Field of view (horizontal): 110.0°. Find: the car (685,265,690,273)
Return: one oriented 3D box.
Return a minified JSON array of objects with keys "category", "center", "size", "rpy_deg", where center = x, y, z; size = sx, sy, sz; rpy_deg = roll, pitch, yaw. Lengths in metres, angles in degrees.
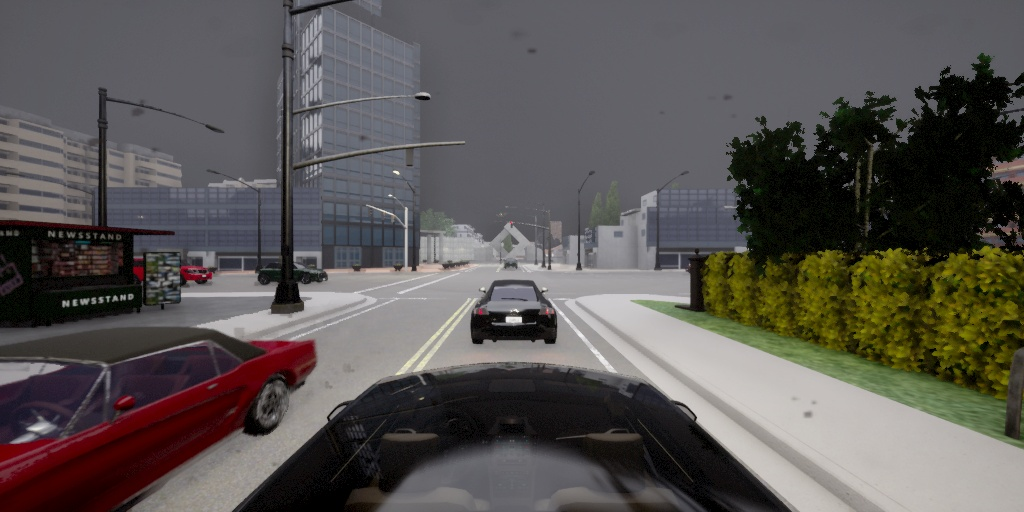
[{"category":"car","center":[21.199,1.177,38.330],"size":[5.008,1.535,1.882],"rpy_deg":[0,0,-1]}]

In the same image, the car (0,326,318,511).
[{"category":"car","center":[-3.602,1.351,2.718],"size":[1.895,1.301,4.718],"rpy_deg":[0,0,0]}]

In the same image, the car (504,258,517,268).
[{"category":"car","center":[-0.166,1.102,58.831],"size":[2.097,1.767,4.553],"rpy_deg":[0,0,0]}]

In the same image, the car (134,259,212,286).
[{"category":"car","center":[-26.012,1.190,27.051],"size":[5.566,2.045,2.150],"rpy_deg":[-1,0,-1]}]

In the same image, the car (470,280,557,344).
[{"category":"car","center":[0.045,1.314,9.583],"size":[1.994,1.385,4.181],"rpy_deg":[0,0,0]}]

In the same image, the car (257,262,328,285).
[{"category":"car","center":[-16.495,1.210,27.168],"size":[4.553,1.767,2.097],"rpy_deg":[-1,0,-1]}]
